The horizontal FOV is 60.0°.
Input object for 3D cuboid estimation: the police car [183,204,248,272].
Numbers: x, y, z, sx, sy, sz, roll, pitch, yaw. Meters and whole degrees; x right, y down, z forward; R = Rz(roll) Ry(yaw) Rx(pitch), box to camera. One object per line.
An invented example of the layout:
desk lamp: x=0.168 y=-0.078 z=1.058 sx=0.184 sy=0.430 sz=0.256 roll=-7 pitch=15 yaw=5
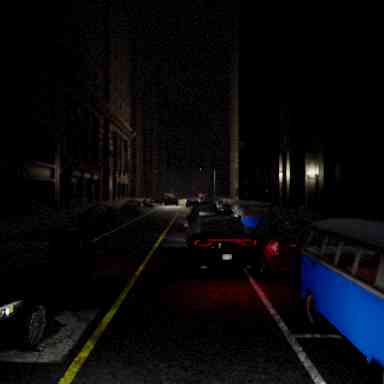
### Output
police car: x=0.769 y=1.399 z=10.872 sx=1.930 sy=1.638 sz=5.238 roll=0 pitch=0 yaw=-2

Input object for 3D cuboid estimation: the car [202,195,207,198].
car: x=2.740 y=1.423 z=43.711 sx=1.887 sy=1.381 sz=4.507 roll=1 pitch=0 yaw=0

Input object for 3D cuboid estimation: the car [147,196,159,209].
car: x=-5.785 y=1.402 z=43.549 sx=1.752 sy=1.417 sz=4.829 roll=1 pitch=0 yaw=0

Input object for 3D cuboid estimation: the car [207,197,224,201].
car: x=2.724 y=1.465 z=32.463 sx=2.008 sy=1.369 sz=4.403 roll=1 pitch=0 yaw=0

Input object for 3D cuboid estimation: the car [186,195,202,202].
car: x=0.086 y=1.470 z=46.039 sx=1.895 sy=1.301 sz=4.718 roll=0 pitch=0 yaw=1

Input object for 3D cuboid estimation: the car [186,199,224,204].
car: x=0.773 y=1.425 z=20.800 sx=1.882 sy=1.535 sz=5.008 roll=0 pitch=0 yaw=0

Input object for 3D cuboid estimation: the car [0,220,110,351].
car: x=-3.103 y=1.510 z=6.320 sx=1.812 sy=1.442 sz=4.674 roll=0 pitch=0 yaw=0

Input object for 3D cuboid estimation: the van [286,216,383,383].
van: x=2.684 y=1.331 z=4.339 sx=1.690 sy=1.788 sz=3.998 roll=1 pitch=0 yaw=0

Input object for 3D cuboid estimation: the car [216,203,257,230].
car: x=2.707 y=1.497 z=21.214 sx=2.008 sy=1.369 sz=4.403 roll=1 pitch=0 yaw=0

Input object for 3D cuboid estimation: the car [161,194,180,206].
car: x=-3.006 y=1.421 z=49.667 sx=1.994 sy=1.385 sz=4.181 roll=0 pitch=0 yaw=0

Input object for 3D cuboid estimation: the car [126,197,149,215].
car: x=-5.802 y=1.463 z=32.470 sx=2.008 sy=1.369 sz=4.403 roll=1 pitch=0 yaw=0

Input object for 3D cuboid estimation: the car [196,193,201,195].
car: x=0.089 y=1.369 z=59.286 sx=2.033 sy=1.411 sz=5.357 roll=0 pitch=0 yaw=0

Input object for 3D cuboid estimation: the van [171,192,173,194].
van: x=-5.741 y=1.112 z=71.841 sx=1.690 sy=1.788 sz=3.998 roll=1 pitch=0 yaw=0

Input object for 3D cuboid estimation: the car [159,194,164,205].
car: x=-5.769 y=1.419 z=54.968 sx=1.802 sy=1.307 sz=4.206 roll=1 pitch=0 yaw=0

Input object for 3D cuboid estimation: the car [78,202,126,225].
car: x=-5.818 y=1.489 z=21.222 sx=1.887 sy=1.381 sz=4.507 roll=1 pitch=0 yaw=0

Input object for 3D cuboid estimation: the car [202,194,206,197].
car: x=2.749 y=1.403 z=49.337 sx=1.887 sy=1.381 sz=4.507 roll=1 pitch=0 yaw=0

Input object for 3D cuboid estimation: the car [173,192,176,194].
car: x=-5.727 y=1.291 z=83.090 sx=1.947 sy=1.339 sz=4.313 roll=1 pitch=0 yaw=0

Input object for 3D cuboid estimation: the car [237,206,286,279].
car: x=2.692 y=1.417 z=9.963 sx=1.967 sy=1.590 sz=4.097 roll=1 pitch=0 yaw=0

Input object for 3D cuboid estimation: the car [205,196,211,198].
car: x=2.732 y=1.441 z=38.088 sx=1.887 sy=1.381 sz=4.507 roll=1 pitch=0 yaw=0

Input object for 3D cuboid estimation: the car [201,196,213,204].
car: x=2.765 y=1.383 z=60.587 sx=1.947 sy=1.339 sz=4.313 roll=1 pitch=0 yaw=0

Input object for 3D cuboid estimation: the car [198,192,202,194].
car: x=2.790 y=1.295 z=77.460 sx=1.887 sy=1.381 sz=4.507 roll=1 pitch=0 yaw=0

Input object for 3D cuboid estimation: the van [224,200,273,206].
van: x=2.701 y=1.303 z=15.589 sx=1.690 sy=1.788 sz=3.998 roll=1 pitch=0 yaw=0
